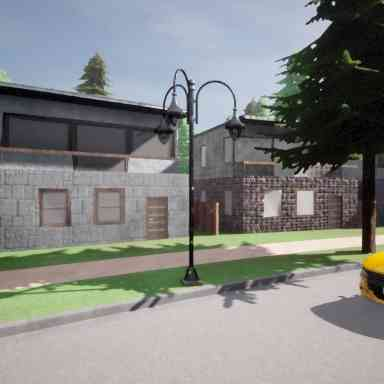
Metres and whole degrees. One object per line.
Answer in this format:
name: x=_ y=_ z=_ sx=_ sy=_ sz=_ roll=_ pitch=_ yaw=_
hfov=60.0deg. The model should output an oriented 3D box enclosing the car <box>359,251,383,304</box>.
car: x=5.684 y=1.477 z=6.906 sx=5.008 sy=1.535 sz=1.882 roll=0 pitch=0 yaw=-27
